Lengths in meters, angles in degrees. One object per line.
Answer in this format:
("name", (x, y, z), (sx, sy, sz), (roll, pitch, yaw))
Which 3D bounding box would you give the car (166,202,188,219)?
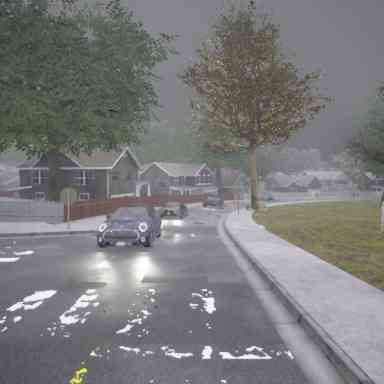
("car", (-1.537, 1.505, 28.204), (1.994, 1.385, 4.181), (0, 0, 9))

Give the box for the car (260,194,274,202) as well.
("car", (14.703, 1.113, 66.585), (2.097, 1.767, 4.553), (2, 2, 38))

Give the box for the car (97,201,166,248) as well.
("car", (-2.593, 1.343, 14.693), (2.097, 1.767, 4.553), (0, 0, 2))

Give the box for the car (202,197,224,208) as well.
("car", (2.955, 1.403, 45.685), (2.033, 1.411, 5.357), (1, 1, 20))
